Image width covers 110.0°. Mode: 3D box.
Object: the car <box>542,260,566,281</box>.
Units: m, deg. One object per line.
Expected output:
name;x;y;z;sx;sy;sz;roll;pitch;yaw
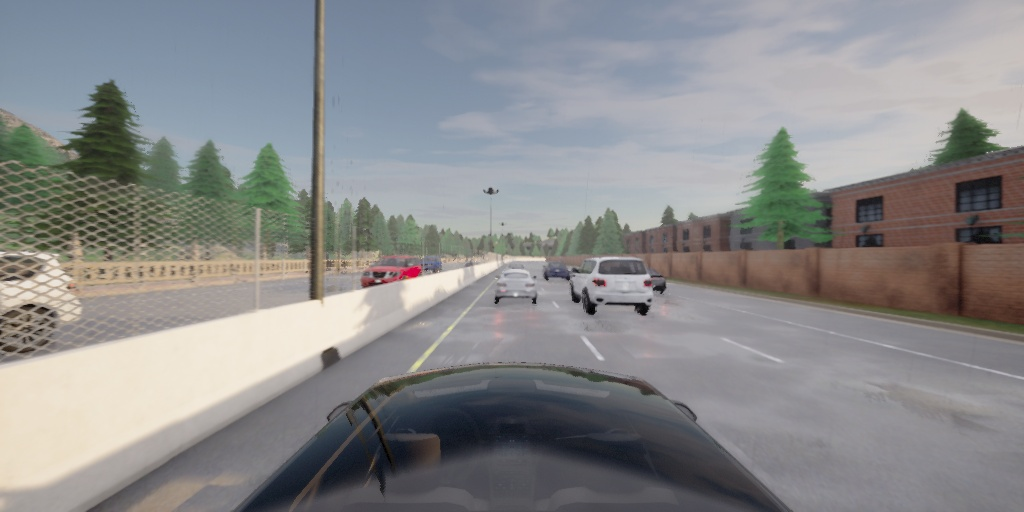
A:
car;3.884;1.251;32.633;2.097;1.767;4.553;1;0;1

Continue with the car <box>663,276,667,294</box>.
car;7.262;1.380;20.864;2.128;1.511;4.902;1;0;1

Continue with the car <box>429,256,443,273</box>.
car;-10.155;1.034;44.929;2.150;2.045;5.566;1;0;1

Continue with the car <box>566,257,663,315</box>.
car;3.711;1.052;14.239;2.150;2.045;5.566;1;0;1

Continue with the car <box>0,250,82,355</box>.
car;-10.592;0.884;5.525;2.150;2.045;5.566;1;0;0

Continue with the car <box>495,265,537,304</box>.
car;0.190;1.332;16.840;1.812;1.442;4.674;1;0;1

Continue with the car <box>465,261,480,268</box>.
car;-6.480;1.460;59.264;1.994;1.385;4.181;1;0;1

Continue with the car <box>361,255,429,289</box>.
car;-6.922;0.980;21.454;2.150;2.045;5.566;1;-1;1
